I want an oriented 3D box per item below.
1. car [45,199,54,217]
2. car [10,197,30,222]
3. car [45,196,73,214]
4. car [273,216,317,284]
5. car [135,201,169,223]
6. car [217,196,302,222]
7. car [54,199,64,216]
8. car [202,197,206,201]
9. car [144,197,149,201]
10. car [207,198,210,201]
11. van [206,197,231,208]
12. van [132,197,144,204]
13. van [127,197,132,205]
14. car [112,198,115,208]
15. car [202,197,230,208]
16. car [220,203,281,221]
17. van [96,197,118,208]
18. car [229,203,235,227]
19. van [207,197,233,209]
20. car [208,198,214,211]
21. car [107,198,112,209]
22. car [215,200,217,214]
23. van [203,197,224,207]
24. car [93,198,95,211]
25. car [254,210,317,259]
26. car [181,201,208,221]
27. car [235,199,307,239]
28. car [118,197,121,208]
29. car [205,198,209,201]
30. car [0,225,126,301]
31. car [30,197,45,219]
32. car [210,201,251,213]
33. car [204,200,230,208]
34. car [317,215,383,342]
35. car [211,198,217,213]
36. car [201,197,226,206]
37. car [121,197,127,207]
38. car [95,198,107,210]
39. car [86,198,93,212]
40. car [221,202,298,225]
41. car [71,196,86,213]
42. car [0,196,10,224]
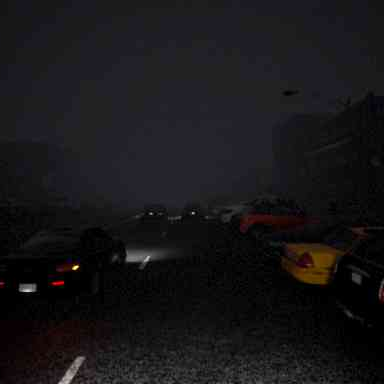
[{"bbox_3d":[-15.757,1.630,30.358,5.008,1.535,2.097,0,-1,0],"label":"car"},{"bbox_3d":[-15.721,1.309,24.851,5.566,2.045,2.435,0,0,0],"label":"car"},{"bbox_3d":[-15.806,1.602,35.868,4.553,1.767,2.185,0,-1,0],"label":"car"},{"bbox_3d":[4.891,1.482,7.839,5.366,1.575,1.946,0,0,0],"label":"car"},{"bbox_3d":[-2.912,1.633,26.263,2.033,1.411,5.357,0,-1,0],"label":"car"},{"bbox_3d":[4.671,1.272,21.854,5.566,2.045,2.435,0,-1,0],"label":"car"},{"bbox_3d":[-15.798,1.708,33.108,4.792,1.488,2.163,0,-1,0],"label":"car"},{"bbox_3d":[4.500,2.050,52.282,5.366,1.575,1.946,0,-1,0],"label":"car"},{"bbox_3d":[-15.884,2.419,93.773,5.566,2.045,2.435,0,-1,0],"label":"car"},{"bbox_3d":[4.718,1.917,44.069,4.792,1.488,2.163,0,-1,0],"label":"car"},{"bbox_3d":[4.804,1.980,60.622,4.442,1.987,1.878,0,-1,0],"label":"van"},{"bbox_3d":[-15.783,2.372,88.262,4.442,1.987,1.878,0,-1,0],"label":"van"},{"bbox_3d":[-15.977,2.157,71.718,4.442,1.987,1.878,0,-1,0],"label":"van"},{"bbox_3d":[-15.818,2.149,55.164,4.674,1.452,2.002,0,-1,0],"label":"car"},{"bbox_3d":[4.722,2.049,66.304,5.566,2.045,2.435,0,-1,0],"label":"car"},{"bbox_3d":[4.694,1.619,27.403,4.674,1.452,2.002,0,-1,0],"label":"car"},{"bbox_3d":[-15.711,1.933,57.928,4.442,1.987,1.878,0,-1,0],"label":"van"},{"bbox_3d":[4.699,1.546,19.077,4.674,1.452,2.002,0,0,0],"label":"car"},{"bbox_3d":[4.801,1.933,57.968,4.442,1.987,1.878,0,-1,0],"label":"van"},{"bbox_3d":[4.697,1.770,38.387,5.008,1.535,2.097,0,-1,0],"label":"car"},{"bbox_3d":[-16.000,2.055,52.408,5.366,1.575,1.946,0,-1,0],"label":"car"},{"bbox_3d":[4.698,1.656,30.061,4.674,1.452,2.002,0,-1,0],"label":"car"},{"bbox_3d":[4.589,2.160,71.863,4.442,1.987,1.878,0,-1,0],"label":"van"},{"bbox_3d":[-15.764,1.769,44.137,4.553,1.767,2.185,0,-1,0],"label":"car"},{"bbox_3d":[4.710,1.488,10.619,4.892,1.521,2.231,0,0,0],"label":"car"},{"bbox_3d":[0.086,1.673,28.186,1.994,1.385,4.181,0,-1,0],"label":"car"},{"bbox_3d":[4.670,1.371,16.300,4.553,1.767,2.185,0,0,0],"label":"car"},{"bbox_3d":[-15.865,2.081,60.683,4.553,1.767,2.185,0,-1,0],"label":"car"},{"bbox_3d":[4.682,1.945,46.849,5.008,1.535,2.097,0,-1,0],"label":"car"},{"bbox_3d":[-2.904,1.530,8.183,1.812,1.442,4.674,0,0,0],"label":"car"},{"bbox_3d":[-15.727,1.343,27.604,5.566,2.045,2.435,0,-1,0],"label":"car"},{"bbox_3d":[4.697,1.831,41.290,4.892,1.521,2.231,0,-1,0],"label":"car"},{"bbox_3d":[4.682,2.254,63.400,4.892,1.521,2.231,0,-1,0],"label":"car"},{"bbox_3d":[4.679,1.357,5.178,4.553,1.767,2.185,0,0,0],"label":"car"},{"bbox_3d":[4.879,1.659,32.832,5.366,1.575,1.946,0,-1,0],"label":"car"},{"bbox_3d":[4.742,2.174,74.640,5.566,2.045,2.435,0,-1,0],"label":"car"},{"bbox_3d":[-15.812,2.002,63.443,5.566,2.045,2.435,0,-1,0],"label":"car"},{"bbox_3d":[-15.993,2.002,49.649,5.366,1.575,1.946,0,-1,0],"label":"car"},{"bbox_3d":[-15.760,1.588,41.383,5.566,2.045,2.435,0,-1,0],"label":"car"},{"bbox_3d":[4.884,1.545,24.630,5.366,1.575,1.946,0,-1,0],"label":"car"},{"bbox_3d":[-15.810,1.532,38.626,5.566,2.045,2.435,0,-1,0],"label":"car"},{"bbox_3d":[-15.714,1.285,22.094,5.566,2.045,2.435,0,0,0],"label":"car"}]
